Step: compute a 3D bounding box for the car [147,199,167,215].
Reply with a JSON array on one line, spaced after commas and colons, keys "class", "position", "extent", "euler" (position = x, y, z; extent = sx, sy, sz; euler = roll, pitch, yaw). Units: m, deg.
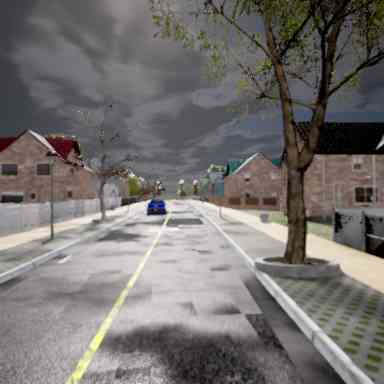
[{"class": "car", "position": [-3.706, 1.523, 35.382], "extent": [1.882, 1.535, 5.008], "euler": [0, 0, -2]}]
